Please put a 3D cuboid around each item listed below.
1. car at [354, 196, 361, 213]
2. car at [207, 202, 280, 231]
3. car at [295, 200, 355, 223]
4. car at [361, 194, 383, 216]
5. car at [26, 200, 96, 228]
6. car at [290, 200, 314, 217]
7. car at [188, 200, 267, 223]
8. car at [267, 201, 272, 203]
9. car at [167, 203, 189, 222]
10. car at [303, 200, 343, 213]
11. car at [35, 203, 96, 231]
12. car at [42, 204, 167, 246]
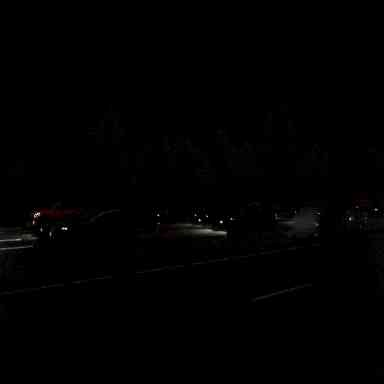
[{"bbox_3d":[19.435,1.221,36.197,5.566,2.045,2.150,0,0,-35],"label":"car"},{"bbox_3d":[3.324,1.564,20.506,4.181,1.385,1.994,0,0,-35],"label":"car"},{"bbox_3d":[10.175,1.564,25.383,4.181,1.385,1.994,0,0,-35],"label":"car"},{"bbox_3d":[18.745,1.221,31.418,5.566,2.045,2.150,0,0,-36],"label":"car"},{"bbox_3d":[-7.931,1.352,21.068,4.553,1.767,2.097,0,0,-35],"label":"car"},{"bbox_3d":[10.944,1.505,30.208,4.892,1.490,1.837,0,0,-35],"label":"car"},{"bbox_3d":[2.693,1.547,24.358,5.357,1.411,2.033,0,0,-36],"label":"car"},{"bbox_3d":[6.219,1.526,31.146,4.674,1.442,1.812,0,0,-35],"label":"car"},{"bbox_3d":[-0.909,1.564,26.086,4.181,1.385,1.994,0,0,-36],"label":"car"},{"bbox_3d":[14.623,1.601,37.074,4.718,1.301,1.895,0,0,-36],"label":"car"},{"bbox_3d":[-5.522,1.547,18.532,5.357,1.411,2.033,0,0,-35],"label":"car"},{"bbox_3d":[-3.921,1.492,15.330,4.902,1.511,2.128,0,0,-36],"label":"car"}]
